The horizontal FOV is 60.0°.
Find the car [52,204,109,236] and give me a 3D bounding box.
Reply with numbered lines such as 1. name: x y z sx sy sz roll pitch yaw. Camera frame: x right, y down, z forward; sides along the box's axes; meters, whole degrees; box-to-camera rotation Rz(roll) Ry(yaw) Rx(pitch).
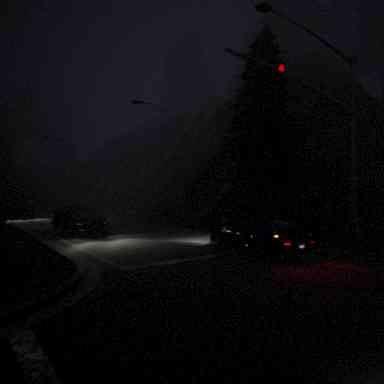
1. car: -6.356 1.479 18.635 1.882 1.535 5.008 0 0 -37

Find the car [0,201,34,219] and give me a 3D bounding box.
1. car: -15.584 1.528 29.026 4.674 1.442 1.812 0 0 41

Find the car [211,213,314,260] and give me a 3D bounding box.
1. car: 2.464 1.528 12.602 1.812 1.442 4.674 1 0 -26
